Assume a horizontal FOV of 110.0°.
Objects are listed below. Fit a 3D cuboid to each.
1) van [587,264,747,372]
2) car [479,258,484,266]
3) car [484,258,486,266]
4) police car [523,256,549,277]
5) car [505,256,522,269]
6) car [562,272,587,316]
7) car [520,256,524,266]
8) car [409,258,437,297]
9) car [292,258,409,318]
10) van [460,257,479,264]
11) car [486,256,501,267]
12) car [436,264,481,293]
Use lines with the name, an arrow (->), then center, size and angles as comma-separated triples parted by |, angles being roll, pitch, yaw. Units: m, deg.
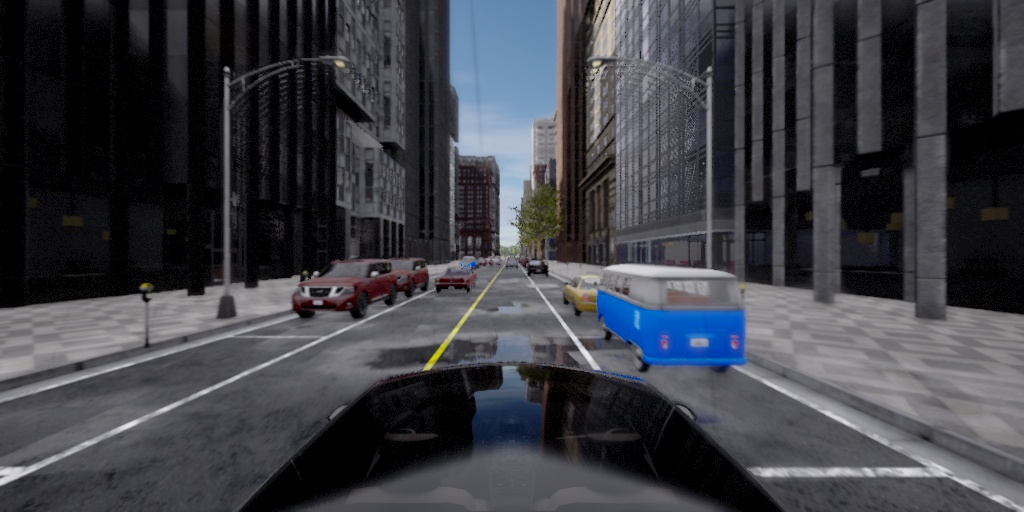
van -> 2.857, 1.079, 7.320 | 1.690, 1.789, 3.998 | 0, 0, 0
car -> -5.670, 1.180, 52.453 | 1.948, 1.339, 4.313 | 0, 0, 0
car -> -5.670, 1.042, 63.730 | 1.967, 1.591, 4.097 | 0, 0, 0
police car -> 2.365, 1.081, 34.211 | 1.930, 1.638, 5.238 | 0, 0, 0
car -> -0.002, 1.162, 52.574 | 2.033, 1.411, 5.357 | 0, 0, 0
car -> 2.857, 1.249, 13.132 | 1.751, 1.417, 4.829 | 0, 0, 0
car -> 2.855, 0.922, 58.078 | 2.192, 1.841, 5.009 | 0, 0, 0
car -> -5.669, 1.022, 18.622 | 2.192, 1.841, 5.009 | 0, 0, 0
car -> -5.669, 1.038, 12.982 | 2.192, 1.841, 5.009 | 0, 0, 0
van -> -5.670, 0.965, 46.814 | 1.690, 1.789, 3.998 | 0, 0, 0
car -> -3.025, 1.128, 63.605 | 1.812, 1.442, 4.674 | 0, 0, 1
car -> -3.100, 1.301, 20.563 | 1.895, 1.301, 4.718 | 0, 0, 0
